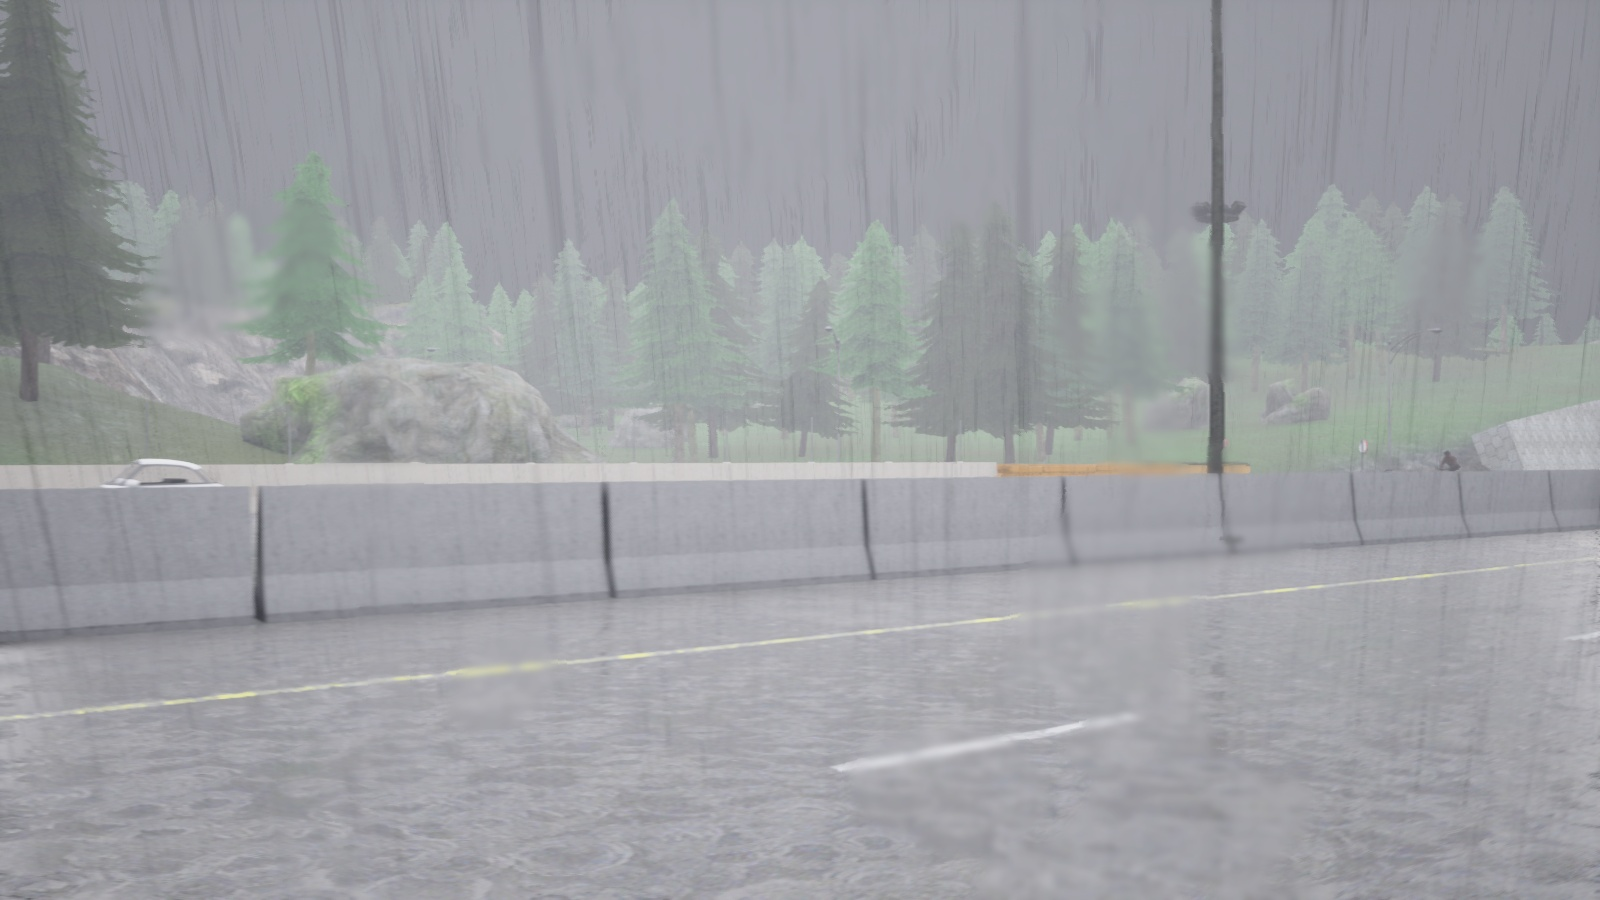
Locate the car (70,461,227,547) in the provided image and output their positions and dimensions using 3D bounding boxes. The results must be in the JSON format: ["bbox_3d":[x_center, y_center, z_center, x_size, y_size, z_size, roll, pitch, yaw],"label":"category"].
[{"bbox_3d":[-11.139,0.876,21.486,2.207,1.376,1.481,0,0,-35],"label":"car"}]
